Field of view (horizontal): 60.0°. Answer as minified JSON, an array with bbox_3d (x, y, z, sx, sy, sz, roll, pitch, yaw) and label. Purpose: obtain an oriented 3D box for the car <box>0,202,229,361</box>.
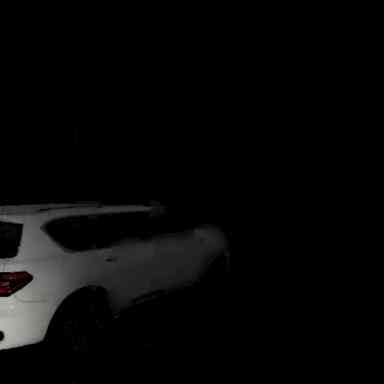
[{"bbox_3d":[-1.398,1.215,6.300,2.435,2.045,5.566,0,0,35],"label":"car"}]
